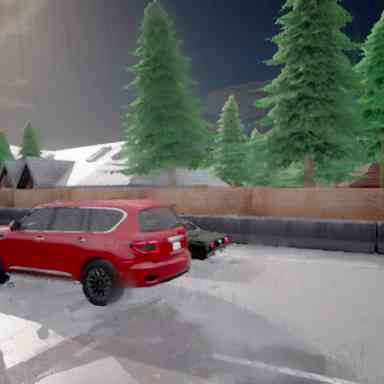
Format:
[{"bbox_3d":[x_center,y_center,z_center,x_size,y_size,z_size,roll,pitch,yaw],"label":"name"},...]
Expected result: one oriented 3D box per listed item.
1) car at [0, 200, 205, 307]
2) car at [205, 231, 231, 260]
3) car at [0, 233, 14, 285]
[{"bbox_3d":[-2.738,1.213,8.038,5.566,2.045,2.150,0,0,25],"label":"car"},{"bbox_3d":[-1.209,1.591,11.186,4.718,1.301,1.895,0,0,25],"label":"car"},{"bbox_3d":[-5.534,1.471,5.520,5.008,1.535,1.882,0,0,25],"label":"car"}]
